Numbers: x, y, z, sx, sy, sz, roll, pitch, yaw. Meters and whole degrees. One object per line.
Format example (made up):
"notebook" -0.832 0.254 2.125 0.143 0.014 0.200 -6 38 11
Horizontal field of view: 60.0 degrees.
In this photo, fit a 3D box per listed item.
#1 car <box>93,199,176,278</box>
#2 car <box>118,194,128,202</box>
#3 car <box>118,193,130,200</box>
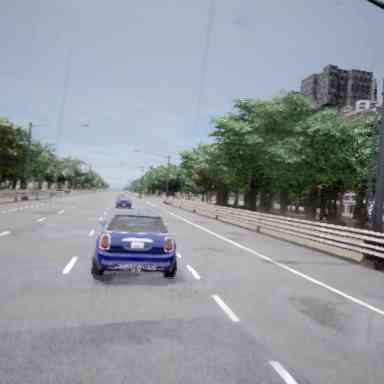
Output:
"car" -1.786 1.320 10.261 2.097 1.767 4.553 4 -1 -12
"car" -14.569 1.197 69.677 1.895 1.301 4.718 4 -1 -12
"car" -8.433 1.304 41.143 1.812 1.442 4.674 4 -1 -12
